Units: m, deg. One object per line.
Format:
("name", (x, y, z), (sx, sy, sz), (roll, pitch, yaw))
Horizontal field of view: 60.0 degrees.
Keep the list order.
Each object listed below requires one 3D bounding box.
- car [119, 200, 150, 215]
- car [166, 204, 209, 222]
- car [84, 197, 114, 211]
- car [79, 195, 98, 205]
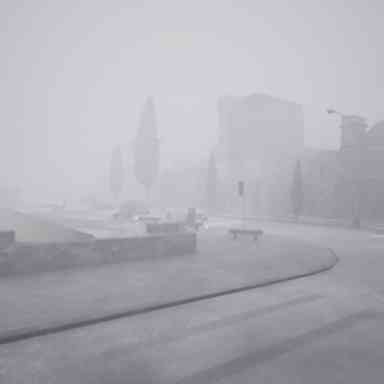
("car", (-6.326, 1.712, 36.379), (1.837, 1.490, 4.892), (1, -1, -36))
("car", (-0.524, 1.732, 28.236), (1.812, 1.442, 4.674), (1, -1, -35))
("car", (-12.304, 1.756, 44.796), (2.033, 1.411, 5.357), (1, -1, -36))
("car", (-18.942, 1.485, 61.305), (2.150, 2.045, 5.566), (1, -1, -35))
